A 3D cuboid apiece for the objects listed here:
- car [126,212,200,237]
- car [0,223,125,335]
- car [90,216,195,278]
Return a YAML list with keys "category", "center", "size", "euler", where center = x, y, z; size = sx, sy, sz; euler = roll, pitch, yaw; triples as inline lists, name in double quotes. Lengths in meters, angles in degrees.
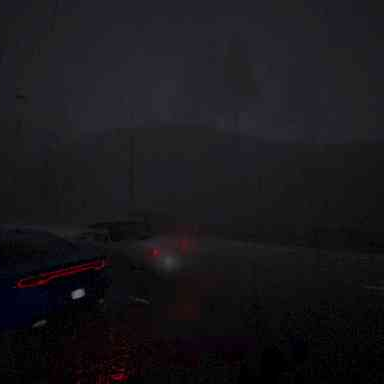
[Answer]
- category: "car"
  center: [-2.150, 1.495, 13.761]
  size: [4.718, 1.301, 1.895]
  euler: [0, 1, 31]
- category: "car"
  center: [-3.876, 1.445, 6.530]
  size: [5.008, 1.535, 1.882]
  euler: [0, 0, 32]
- category: "car"
  center: [-2.490, 1.530, 9.872]
  size: [4.718, 1.301, 1.895]
  euler: [0, 1, 32]
